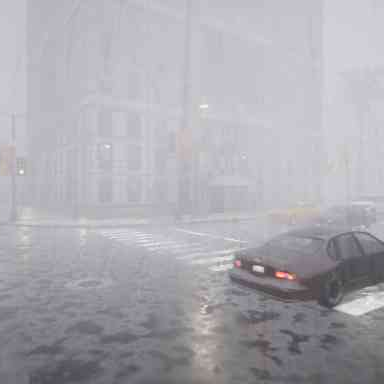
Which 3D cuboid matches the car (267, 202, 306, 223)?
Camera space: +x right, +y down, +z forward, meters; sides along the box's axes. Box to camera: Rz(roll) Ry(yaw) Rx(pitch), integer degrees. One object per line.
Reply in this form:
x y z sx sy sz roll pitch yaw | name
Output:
7.543 1.476 23.748 5.008 1.535 1.882 0 0 -35 | car

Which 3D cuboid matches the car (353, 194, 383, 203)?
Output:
15.920 1.219 29.529 5.566 2.045 2.150 0 0 -34 | car

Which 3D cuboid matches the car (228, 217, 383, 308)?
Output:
3.337 1.546 7.905 5.357 1.411 2.033 0 0 -35 | car

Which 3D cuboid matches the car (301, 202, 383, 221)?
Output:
9.524 1.546 20.866 5.357 1.411 2.033 0 0 -35 | car
